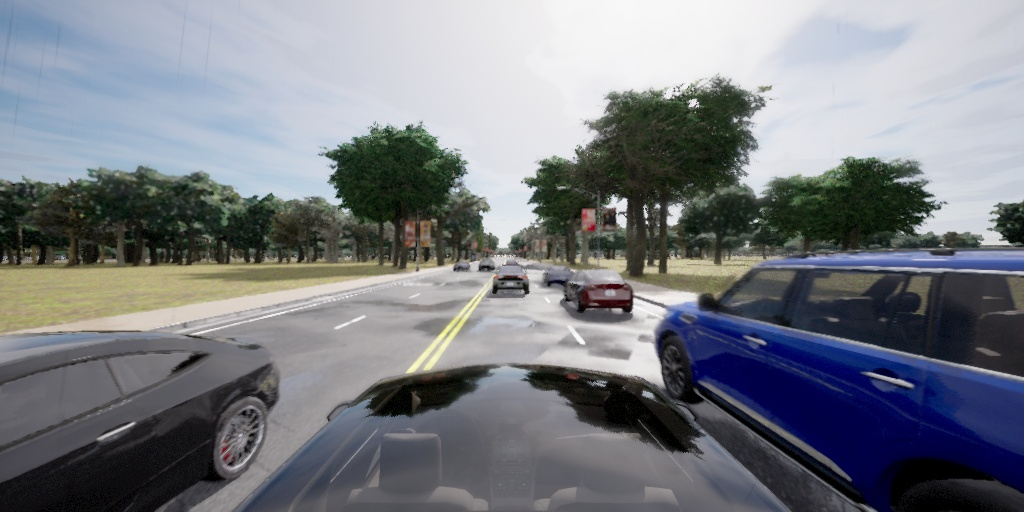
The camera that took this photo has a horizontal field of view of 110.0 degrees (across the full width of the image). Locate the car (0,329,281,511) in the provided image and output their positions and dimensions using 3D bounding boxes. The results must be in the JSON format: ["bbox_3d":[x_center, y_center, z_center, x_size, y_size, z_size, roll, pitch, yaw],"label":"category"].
[{"bbox_3d":[-3.350,1.276,1.985,1.812,1.442,4.674,0,0,0],"label":"car"}]

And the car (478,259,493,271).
[{"bbox_3d":[-3.352,1.146,48.182,2.097,1.767,4.553,0,0,0],"label":"car"}]

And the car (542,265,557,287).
[{"bbox_3d":[3.227,1.334,25.148,1.994,1.385,4.181,0,0,0],"label":"car"}]

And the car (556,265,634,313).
[{"bbox_3d":[3.245,1.264,14.172,2.163,1.488,4.792,0,0,0],"label":"car"}]

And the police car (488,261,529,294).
[{"bbox_3d":[-0.062,1.269,20.675,2.038,1.542,4.974,0,0,0],"label":"police car"}]

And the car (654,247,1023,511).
[{"bbox_3d":[3.251,0.972,3.167,2.150,2.045,5.566,0,0,0],"label":"car"}]

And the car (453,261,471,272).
[{"bbox_3d":[-6.602,1.355,47.925,1.994,1.385,4.181,0,0,0],"label":"car"}]

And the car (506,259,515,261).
[{"bbox_3d":[-0.044,1.354,55.864,1.994,1.385,4.181,0,0,0],"label":"car"}]
